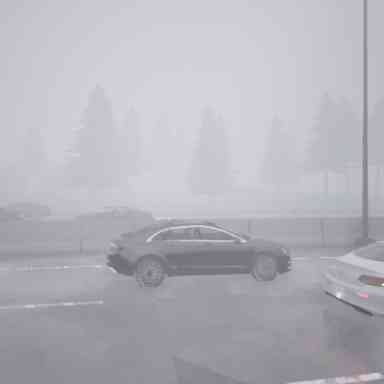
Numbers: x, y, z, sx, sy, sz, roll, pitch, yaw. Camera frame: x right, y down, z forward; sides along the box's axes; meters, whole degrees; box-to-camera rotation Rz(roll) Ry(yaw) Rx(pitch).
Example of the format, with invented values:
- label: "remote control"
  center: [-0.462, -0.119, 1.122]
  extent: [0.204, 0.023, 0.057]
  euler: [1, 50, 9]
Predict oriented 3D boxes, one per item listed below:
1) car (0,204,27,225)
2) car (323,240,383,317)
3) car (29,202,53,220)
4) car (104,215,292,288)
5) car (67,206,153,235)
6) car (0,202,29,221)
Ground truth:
- label: "car"
  center: [-14.536, 1.622, 24.125]
  extent: [4.181, 1.385, 1.994]
  euler: [0, 0, -11]
- label: "car"
  center: [4.837, 1.561, 6.270]
  extent: [4.674, 1.442, 1.812]
  euler: [0, 0, -11]
- label: "car"
  center: [-14.288, 1.578, 27.737]
  extent: [4.892, 1.490, 1.837]
  euler: [0, 0, -11]
- label: "car"
  center: [0.213, 1.526, 8.943]
  extent: [4.902, 1.511, 2.128]
  euler: [0, 0, -11]
- label: "car"
  center: [-4.565, 1.553, 18.919]
  extent: [4.902, 1.511, 2.128]
  euler: [0, 0, -11]
- label: "car"
  center: [-13.269, 1.554, 20.805]
  extent: [4.892, 1.490, 1.837]
  euler: [0, 0, -11]
